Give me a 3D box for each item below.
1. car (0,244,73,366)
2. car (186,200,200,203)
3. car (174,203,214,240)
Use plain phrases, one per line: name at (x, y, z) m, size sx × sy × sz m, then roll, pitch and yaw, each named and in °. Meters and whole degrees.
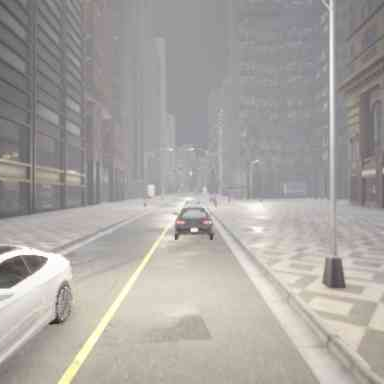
car at (-3.067, 1.512, 4.355) m, size 1.812 × 1.442 × 4.674 m, roll 0°, pitch 0°, yaw 0°
car at (0.103, 1.494, 35.674) m, size 1.895 × 1.301 × 4.718 m, roll 0°, pitch 0°, yaw 0°
car at (0.096, 1.475, 16.694) m, size 1.812 × 1.442 × 4.674 m, roll 0°, pitch 0°, yaw 0°
